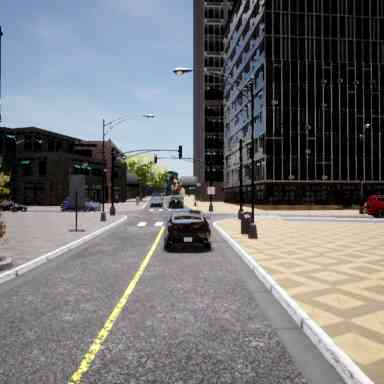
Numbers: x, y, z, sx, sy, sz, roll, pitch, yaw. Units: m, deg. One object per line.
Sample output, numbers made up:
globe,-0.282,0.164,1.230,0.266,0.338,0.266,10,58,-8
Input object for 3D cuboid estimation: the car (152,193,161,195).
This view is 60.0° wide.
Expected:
car,-6.381,1.236,60.261,2.150,2.045,5.566,0,0,-5

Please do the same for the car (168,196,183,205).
car,-2.445,1.368,49.499,2.097,1.767,4.553,0,0,-4

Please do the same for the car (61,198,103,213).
car,-12.133,1.367,36.922,4.553,1.767,2.097,0,-1,19

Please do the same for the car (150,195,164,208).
car,-5.395,1.559,50.130,2.033,1.411,5.357,0,0,-6

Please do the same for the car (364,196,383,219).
car,15.780,1.188,25.178,5.009,1.841,2.192,0,-1,18

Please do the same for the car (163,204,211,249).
car,-0.217,1.510,14.679,1.837,1.490,4.892,0,0,-2

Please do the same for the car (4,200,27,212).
car,-20.534,1.568,37.114,4.313,1.339,1.947,0,-1,18
